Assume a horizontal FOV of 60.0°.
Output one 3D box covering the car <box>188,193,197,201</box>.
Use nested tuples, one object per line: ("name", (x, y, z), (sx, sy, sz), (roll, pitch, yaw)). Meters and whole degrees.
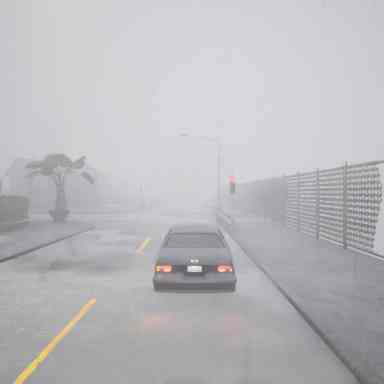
("car", (0.082, 1.225, 87.099), (2.150, 2.045, 5.566), (0, 0, 0))

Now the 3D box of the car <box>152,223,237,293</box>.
("car", (0.072, 1.547, 8.996), (2.033, 1.411, 5.357), (0, 0, 1))
